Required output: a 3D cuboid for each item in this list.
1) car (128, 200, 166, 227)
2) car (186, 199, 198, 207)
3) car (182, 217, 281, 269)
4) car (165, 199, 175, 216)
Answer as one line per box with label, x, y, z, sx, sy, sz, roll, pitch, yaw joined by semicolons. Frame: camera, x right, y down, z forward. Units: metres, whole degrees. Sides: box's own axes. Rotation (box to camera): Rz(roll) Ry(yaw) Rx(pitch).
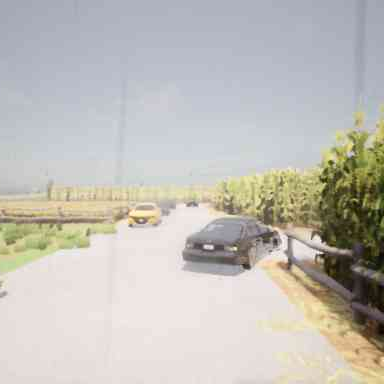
car;-3.184;1.520;23.329;1.882;1.535;5.008;0;0;0
car;0.037;1.695;51.973;1.895;1.301;4.718;0;0;0
car;1.598;1.569;11.437;2.033;1.411;5.357;0;0;27
car;-3.173;1.609;33.986;2.033;1.411;5.357;0;0;0
